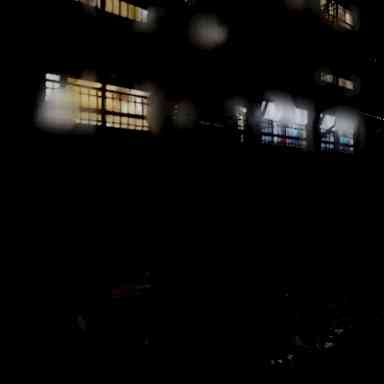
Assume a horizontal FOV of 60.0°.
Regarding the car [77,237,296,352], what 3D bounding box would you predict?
[{"bbox_3d":[0.140,1.583,6.209,4.313,1.339,1.947,0,-1,-35],"label":"car"}]
